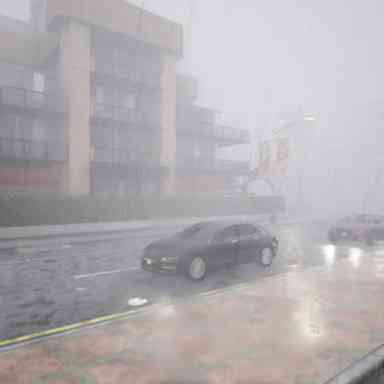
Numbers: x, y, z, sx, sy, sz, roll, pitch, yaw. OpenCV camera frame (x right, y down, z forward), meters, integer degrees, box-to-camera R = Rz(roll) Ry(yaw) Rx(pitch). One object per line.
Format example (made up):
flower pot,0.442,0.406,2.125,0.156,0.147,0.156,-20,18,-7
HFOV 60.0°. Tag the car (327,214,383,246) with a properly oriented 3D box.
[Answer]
car,8.629,1.792,16.723,4.181,1.385,1.994,1,-1,-38

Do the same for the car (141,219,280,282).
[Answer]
car,0.749,1.653,10.429,4.892,1.490,1.837,1,-1,-39
